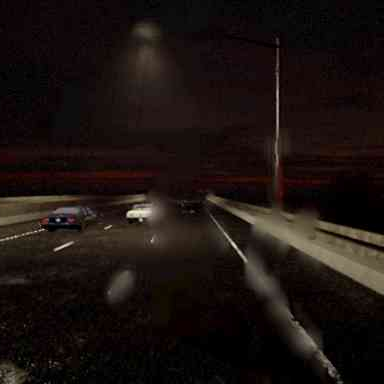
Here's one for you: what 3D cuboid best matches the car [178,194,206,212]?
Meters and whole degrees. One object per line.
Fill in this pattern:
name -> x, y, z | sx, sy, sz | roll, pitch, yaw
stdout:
car -> 0.011, 1.104, 25.504 | 1.837, 1.490, 4.892 | 0, 0, 0

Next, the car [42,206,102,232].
car -> -6.892, 1.510, 19.640 | 2.033, 1.411, 5.357 | 0, 0, 0

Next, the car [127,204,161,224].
car -> -3.390, 1.554, 24.299 | 1.895, 1.301, 4.718 | 0, 0, 0
